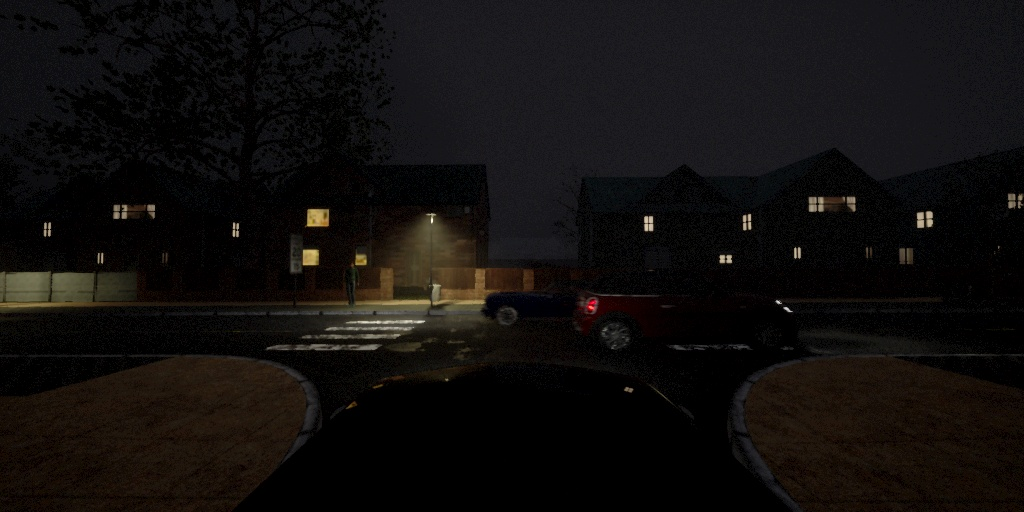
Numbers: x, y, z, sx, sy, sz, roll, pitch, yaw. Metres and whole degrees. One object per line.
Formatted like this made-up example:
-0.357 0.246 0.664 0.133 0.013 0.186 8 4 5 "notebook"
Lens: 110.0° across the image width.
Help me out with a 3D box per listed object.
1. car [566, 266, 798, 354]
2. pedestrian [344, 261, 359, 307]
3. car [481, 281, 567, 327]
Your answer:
3.740 1.091 8.240 4.553 1.767 2.097 -1 -1 2 "car"
-6.453 1.113 14.428 0.375 1.860 0.375 0 -1 2 "pedestrian"
1.417 1.427 11.260 4.718 1.301 1.895 -1 -1 2 "car"
